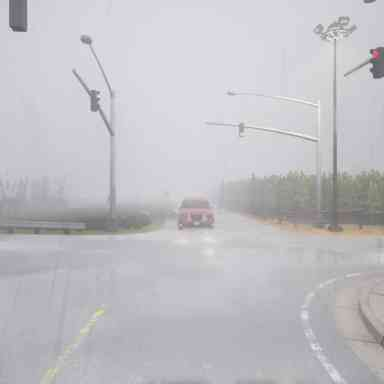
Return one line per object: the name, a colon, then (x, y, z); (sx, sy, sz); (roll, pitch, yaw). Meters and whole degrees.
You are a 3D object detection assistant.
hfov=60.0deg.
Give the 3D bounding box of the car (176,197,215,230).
car: (0.191, 1.372, 21.634); (2.150, 2.045, 5.566); (0, 1, -2)
